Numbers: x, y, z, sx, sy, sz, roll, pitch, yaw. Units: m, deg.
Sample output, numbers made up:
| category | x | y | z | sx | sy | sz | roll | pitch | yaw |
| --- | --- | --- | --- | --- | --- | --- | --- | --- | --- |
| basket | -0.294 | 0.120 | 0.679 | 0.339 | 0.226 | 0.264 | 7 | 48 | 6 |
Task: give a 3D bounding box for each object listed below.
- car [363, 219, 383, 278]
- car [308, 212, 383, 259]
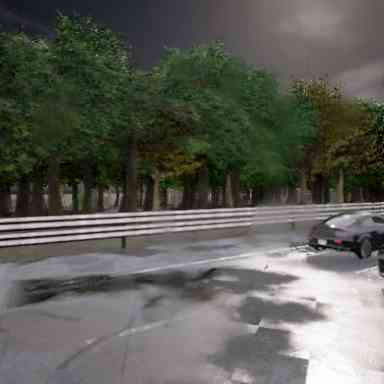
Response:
| category | x | y | z | sx | sy | sz | roll | pitch | yaw |
| --- | --- | --- | --- | --- | --- | --- | --- | --- | --- |
| car | 6.471 | 1.452 | 8.147 | 4.892 | 1.490 | 1.837 | 0 | 0 | -34 |
| car | 6.181 | 1.460 | 12.170 | 4.674 | 1.442 | 1.812 | 0 | 0 | -34 |
